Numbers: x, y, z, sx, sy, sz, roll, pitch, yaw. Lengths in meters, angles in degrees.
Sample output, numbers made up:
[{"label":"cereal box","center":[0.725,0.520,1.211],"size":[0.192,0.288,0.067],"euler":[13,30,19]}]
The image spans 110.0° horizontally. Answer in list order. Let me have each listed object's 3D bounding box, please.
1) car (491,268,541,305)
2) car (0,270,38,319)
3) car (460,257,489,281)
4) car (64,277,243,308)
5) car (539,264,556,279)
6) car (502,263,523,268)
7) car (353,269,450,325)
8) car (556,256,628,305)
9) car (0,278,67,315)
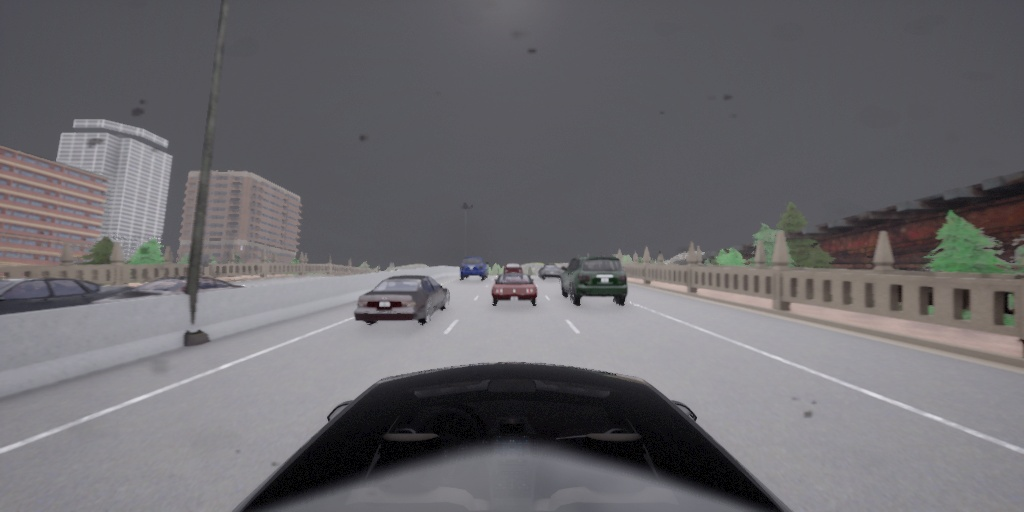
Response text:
[{"label":"car","center":[0.099,1.419,16.407],"size":[1.895,1.301,4.718],"euler":[0,0,0]},{"label":"car","center":[-17.600,1.266,10.098],"size":[1.882,1.535,5.008],"euler":[0,0,0]},{"label":"car","center":[-3.401,1.117,32.753],"size":[2.150,2.045,5.566],"euler":[0,0,0]},{"label":"car","center":[-10.600,1.359,11.425],"size":[1.994,1.385,4.181],"euler":[0,0,0]},{"label":"car","center":[3.598,1.469,34.142],"size":[1.994,1.385,4.181],"euler":[0,0,0]},{"label":"car","center":[0.098,1.393,35.114],"size":[1.882,1.535,5.008],"euler":[0,-1,0]},{"label":"car","center":[-3.401,1.346,12.077],"size":[2.033,1.411,5.357],"euler":[0,0,0]},{"label":"car","center":[3.599,1.041,16.578],"size":[2.150,2.045,5.566],"euler":[0,0,0]},{"label":"car","center":[-14.101,1.337,10.257],"size":[2.033,1.411,5.357],"euler":[0,0,0]}]
